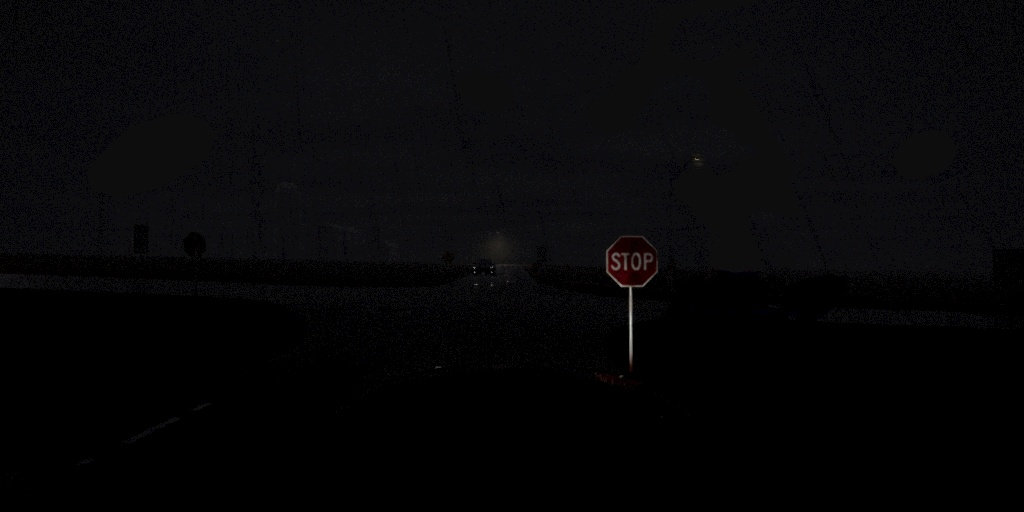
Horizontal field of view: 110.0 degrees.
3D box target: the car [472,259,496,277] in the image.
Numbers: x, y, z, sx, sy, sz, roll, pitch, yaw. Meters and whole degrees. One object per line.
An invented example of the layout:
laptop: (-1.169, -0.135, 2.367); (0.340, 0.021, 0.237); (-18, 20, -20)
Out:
car: (-2.724, 1.066, 35.918); (2.097, 1.767, 4.553); (0, 0, 0)
